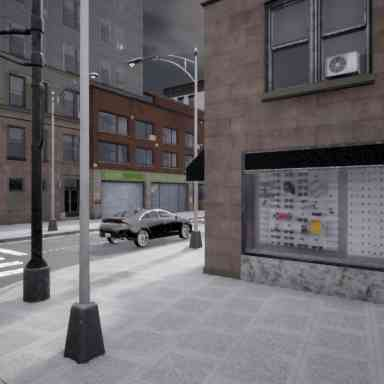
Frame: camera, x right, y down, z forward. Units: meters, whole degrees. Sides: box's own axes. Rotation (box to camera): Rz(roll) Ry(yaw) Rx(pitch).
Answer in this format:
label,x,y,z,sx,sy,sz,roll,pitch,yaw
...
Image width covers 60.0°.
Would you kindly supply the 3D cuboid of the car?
label,x,y,z,sx,sy,sz,roll,pitch,yaw
car,-1.875,1.459,14.950,2.128,1.511,4.902,0,0,35
